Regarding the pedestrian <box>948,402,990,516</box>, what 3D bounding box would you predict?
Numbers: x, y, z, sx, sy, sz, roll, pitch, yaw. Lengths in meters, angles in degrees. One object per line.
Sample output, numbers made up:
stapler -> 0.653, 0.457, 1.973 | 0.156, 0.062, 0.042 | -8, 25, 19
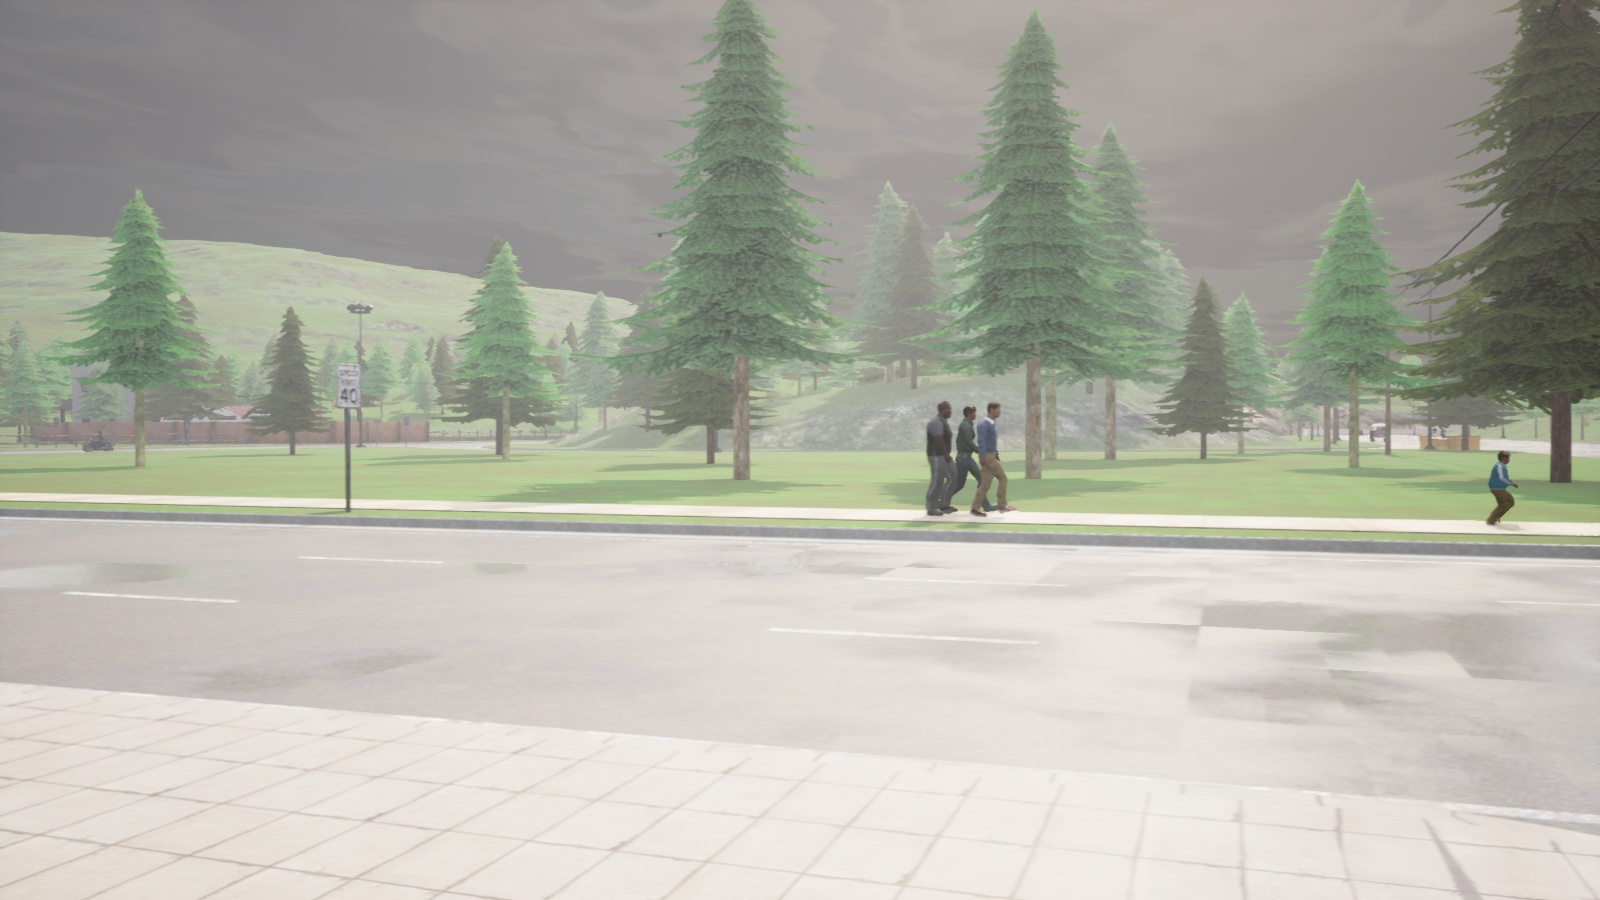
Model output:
pedestrian -> 2.759, 0.141, 20.465 | 0.614, 1.847, 0.353 | 1, 1, 16

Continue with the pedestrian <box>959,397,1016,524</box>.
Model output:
pedestrian -> 2.933, 0.156, 19.657 | 0.788, 1.949, 0.423 | 1, 1, 21

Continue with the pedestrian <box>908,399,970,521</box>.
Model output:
pedestrian -> 2.198, 0.148, 19.902 | 0.849, 1.883, 0.563 | 1, 1, 21

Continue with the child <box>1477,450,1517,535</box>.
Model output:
child -> 9.952, 0.601, 17.939 | 0.448, 1.192, 0.343 | 1, 1, 21
